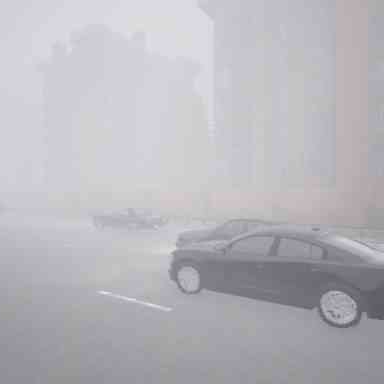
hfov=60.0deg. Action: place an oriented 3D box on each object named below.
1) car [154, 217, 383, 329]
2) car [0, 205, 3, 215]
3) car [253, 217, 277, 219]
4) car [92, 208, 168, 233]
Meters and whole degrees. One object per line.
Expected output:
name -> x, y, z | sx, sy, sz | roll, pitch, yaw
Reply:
car -> 1.770, 1.477, 7.031 | 5.008, 1.535, 1.882 | 0, 0, 36
car -> -19.515, 1.478, 30.841 | 5.008, 1.535, 1.882 | 0, 0, 36
car -> 2.015, 1.547, 11.158 | 5.357, 1.411, 2.033 | 0, 0, 36
car -> -3.763, 1.601, 19.587 | 4.718, 1.301, 1.895 | 0, 0, 36
